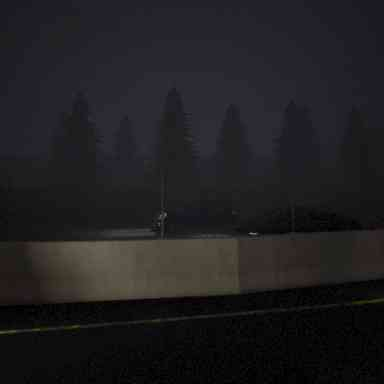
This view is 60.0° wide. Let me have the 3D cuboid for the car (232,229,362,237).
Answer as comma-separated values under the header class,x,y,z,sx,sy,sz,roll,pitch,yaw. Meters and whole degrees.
class,x,y,z,sx,sy,sz,roll,pitch,yaw
car,3.882,1.384,12.356,4.902,1.511,2.128,0,0,-15
